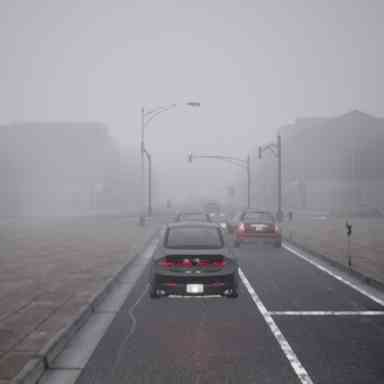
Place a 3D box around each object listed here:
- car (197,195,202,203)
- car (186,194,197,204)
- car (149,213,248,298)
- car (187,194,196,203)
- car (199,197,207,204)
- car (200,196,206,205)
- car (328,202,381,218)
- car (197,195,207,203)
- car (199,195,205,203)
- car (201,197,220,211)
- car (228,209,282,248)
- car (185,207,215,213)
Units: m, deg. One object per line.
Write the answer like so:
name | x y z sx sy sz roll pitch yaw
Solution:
car | 2.485 1.807 63.376 1.947 1.339 4.313 1 -1 0
car | -0.178 1.544 72.172 2.150 2.045 5.566 0 -1 0
car | 0.017 1.509 8.483 1.837 1.490 4.892 0 0 -1
car | -0.219 1.646 82.581 2.150 2.045 5.566 0 -1 0
car | 2.457 1.865 74.421 1.752 1.417 4.829 1 -1 0
car | 2.529 1.688 47.064 1.947 1.339 4.313 1 0 0
car | 14.485 1.620 29.740 4.181 1.385 1.994 0 -2 0
car | 2.447 1.706 79.691 2.192 1.841 5.009 1 -1 0
car | 2.516 1.683 52.670 1.752 1.417 4.829 1 0 0
car | 2.544 1.657 41.627 1.947 1.339 4.313 1 0 0
car | 2.621 1.452 14.880 1.967 1.590 4.097 2 0 0
car | 0.050 1.614 15.959 1.895 1.301 4.718 0 0 0
